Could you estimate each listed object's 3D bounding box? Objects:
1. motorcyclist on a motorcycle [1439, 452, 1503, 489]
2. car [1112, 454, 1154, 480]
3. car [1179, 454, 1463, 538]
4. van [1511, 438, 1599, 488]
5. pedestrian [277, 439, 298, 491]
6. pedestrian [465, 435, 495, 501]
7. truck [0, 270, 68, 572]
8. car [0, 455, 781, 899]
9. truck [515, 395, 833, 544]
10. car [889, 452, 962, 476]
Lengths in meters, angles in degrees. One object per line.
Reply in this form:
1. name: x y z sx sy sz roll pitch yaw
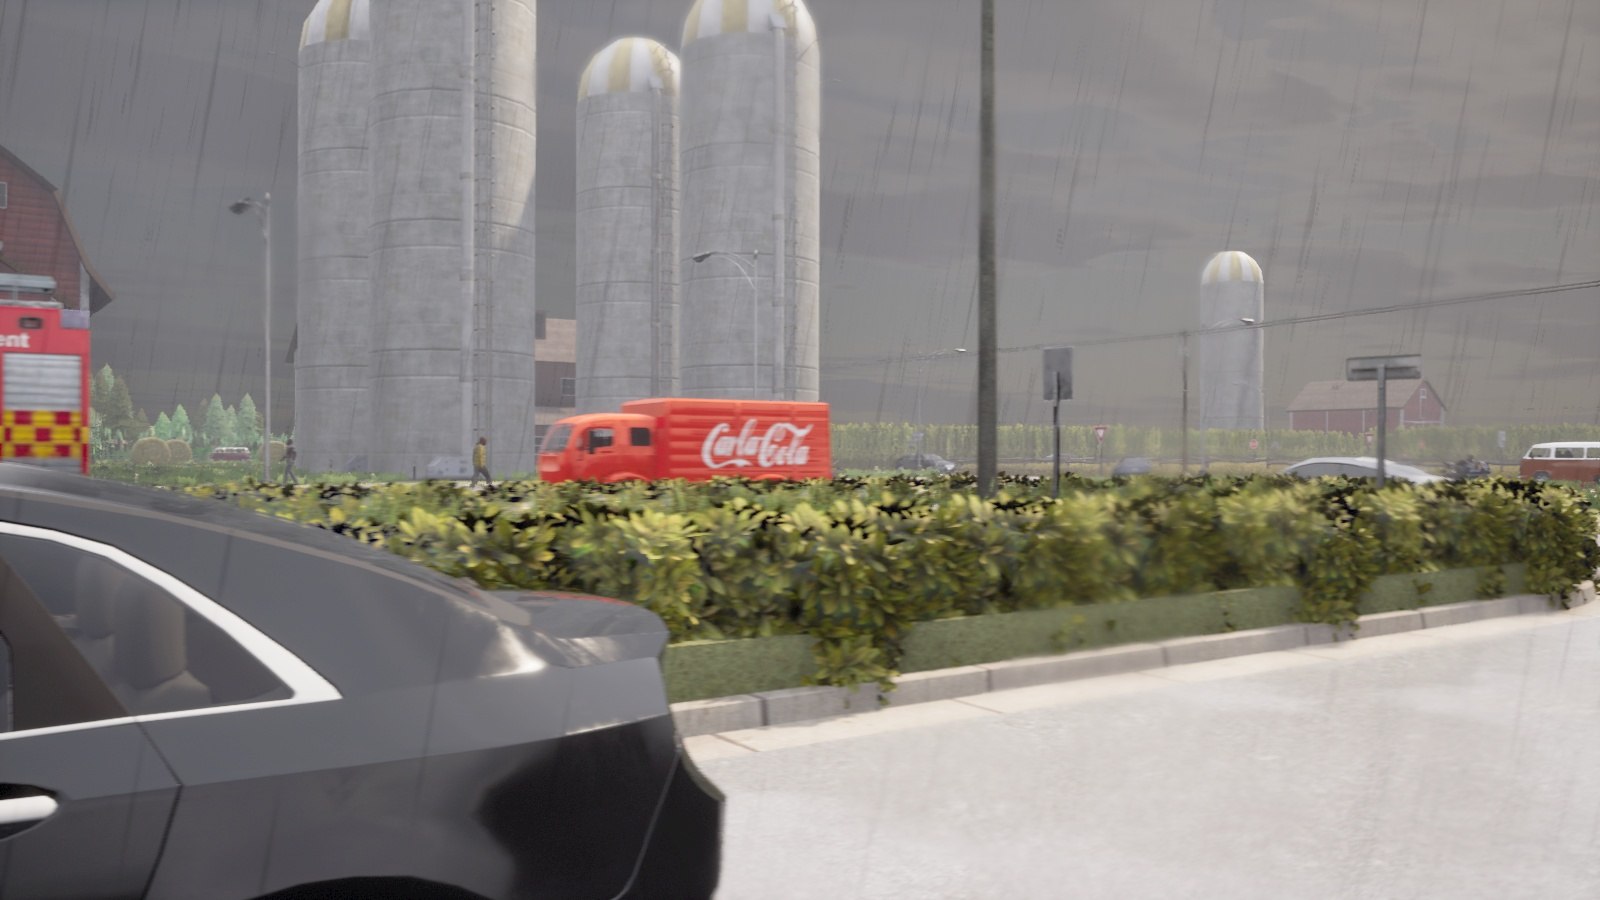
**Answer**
1. motorcyclist on a motorcycle: 28.209 0.849 52.826 0.866 1.530 2.191 0 0 -35
2. car: 18.479 0.940 69.910 1.994 1.385 4.181 0 0 11
3. car: 9.801 0.808 23.785 4.674 1.442 1.812 0 0 35
4. van: 32.621 0.531 52.619 2.069 2.038 4.480 0 0 -35
5. pedestrian: -19.350 0.557 47.387 0.666 1.930 0.402 0 0 -36
6. pedestrian: -9.073 0.506 35.582 0.726 1.835 0.370 0 0 -36
7. truck: -13.832 -0.354 15.098 8.468 3.827 2.891 0 0 -35
8. car: -2.572 0.760 1.869 4.892 1.490 1.837 0 0 -35
9. truck: -2.307 0.316 23.141 5.204 2.467 2.627 0 0 -30
10. car: 8.130 0.883 81.847 2.128 1.511 4.902 0 0 -34
